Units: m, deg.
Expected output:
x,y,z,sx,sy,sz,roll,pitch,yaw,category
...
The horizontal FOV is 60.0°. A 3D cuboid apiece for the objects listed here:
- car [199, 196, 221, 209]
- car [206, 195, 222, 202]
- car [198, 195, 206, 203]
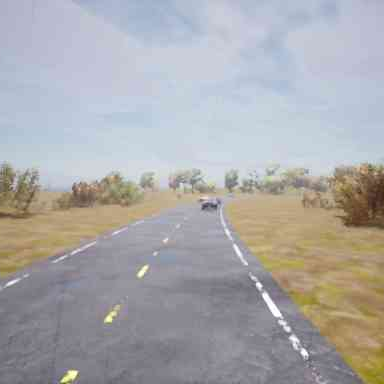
x,y,z,sx,sy,sz,roll,pitch,yaw,category
2.334,1.475,42.157,1.895,1.301,4.718,0,0,6,car
3.938,1.383,55.859,2.033,1.411,5.357,0,0,9,car
2.291,1.281,66.075,1.882,1.535,5.008,0,0,9,car
